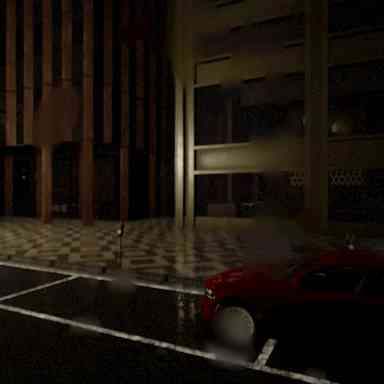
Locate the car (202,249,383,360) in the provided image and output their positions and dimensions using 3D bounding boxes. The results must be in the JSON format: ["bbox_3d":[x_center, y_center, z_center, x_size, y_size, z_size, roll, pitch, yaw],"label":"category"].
[{"bbox_3d":[2.330,1.543,4.939,4.507,1.381,1.887,0,0,26],"label":"car"}]
